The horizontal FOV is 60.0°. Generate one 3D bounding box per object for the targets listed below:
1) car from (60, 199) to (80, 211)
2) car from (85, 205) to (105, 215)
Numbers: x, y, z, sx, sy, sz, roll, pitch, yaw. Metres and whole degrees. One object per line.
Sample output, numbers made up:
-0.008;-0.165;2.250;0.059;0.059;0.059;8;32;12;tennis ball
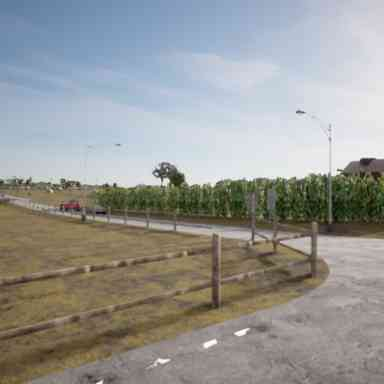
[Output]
-21.293;2.251;57.963;2.150;2.045;5.566;3;-1;-36;car
-14.096;2.562;48.010;1.994;1.385;4.181;3;-2;-36;car
